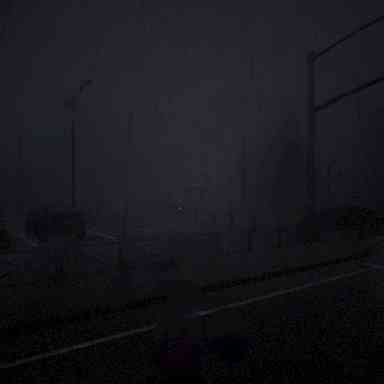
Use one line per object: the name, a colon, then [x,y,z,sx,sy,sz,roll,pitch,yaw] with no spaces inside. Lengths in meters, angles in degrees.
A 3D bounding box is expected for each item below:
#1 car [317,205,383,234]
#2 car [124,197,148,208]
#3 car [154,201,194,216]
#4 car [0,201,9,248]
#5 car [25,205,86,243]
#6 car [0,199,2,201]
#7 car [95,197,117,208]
car: [9.566,1.505,18.691,4.892,1.490,1.837,0,1,44]
car: [-8.053,1.478,47.555,1.882,1.535,5.008,0,0,-36]
car: [-1.838,1.601,32.988,1.895,1.301,4.718,0,0,-36]
car: [-8.865,1.331,13.439,2.152,1.636,5.027,0,0,-36]
car: [-6.351,1.340,15.315,2.007,1.523,4.514,0,0,-36]
car: [-21.577,1.374,36.432,1.845,1.501,3.633,0,0,-36]
car: [-12.285,1.532,47.353,2.128,1.511,4.902,0,0,-36]
